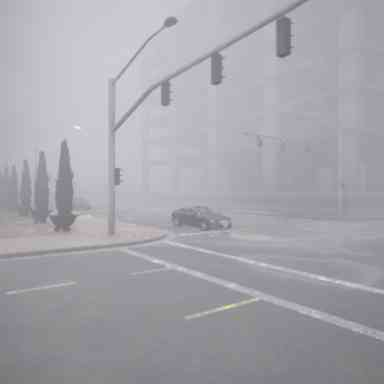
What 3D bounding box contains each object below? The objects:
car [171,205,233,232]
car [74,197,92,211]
[{"bbox_3d":[0.506,1.615,20.935,2.128,1.511,4.902,0,1,-35],"label":"car"},{"bbox_3d":[-14.297,1.445,41.933,2.097,1.767,4.553,0,0,-35],"label":"car"}]
